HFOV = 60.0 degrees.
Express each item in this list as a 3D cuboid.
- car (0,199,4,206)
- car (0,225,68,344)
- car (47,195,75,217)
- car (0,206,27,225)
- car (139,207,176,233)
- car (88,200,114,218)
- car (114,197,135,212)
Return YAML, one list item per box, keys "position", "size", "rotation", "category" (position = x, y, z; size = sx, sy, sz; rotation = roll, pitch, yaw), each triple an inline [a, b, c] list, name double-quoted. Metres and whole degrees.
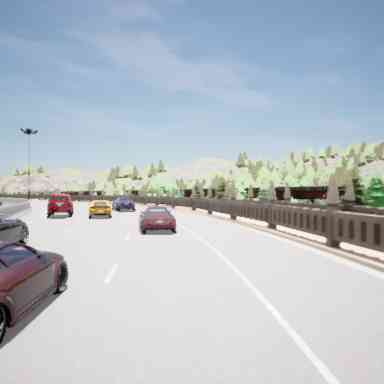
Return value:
- position: [-31.508, 1.677, 53.323]
  size: [1.994, 1.385, 4.181]
  rotation: [0, 0, -35]
  category: "car"
- position: [-3.796, 1.578, 6.092]
  size: [1.994, 1.385, 4.181]
  rotation: [0, 0, -3]
  category: "car"
- position: [-12.526, 1.266, 31.839]
  size: [2.150, 2.045, 5.566]
  rotation: [0, 0, -19]
  category: "car"
- position: [-8.041, 1.521, 13.013]
  size: [2.128, 1.511, 4.902]
  rotation: [0, 0, -8]
  category: "car"
- position: [-2.137, 1.571, 19.903]
  size: [1.994, 1.385, 4.181]
  rotation: [0, 0, -11]
  category: "car"
- position: [-8.538, 1.507, 30.751]
  size: [1.882, 1.535, 5.008]
  rotation: [0, 0, -17]
  category: "car"
- position: [-8.385, 1.380, 40.385]
  size: [2.097, 1.767, 4.553]
  rotation: [0, 0, -22]
  category: "car"
